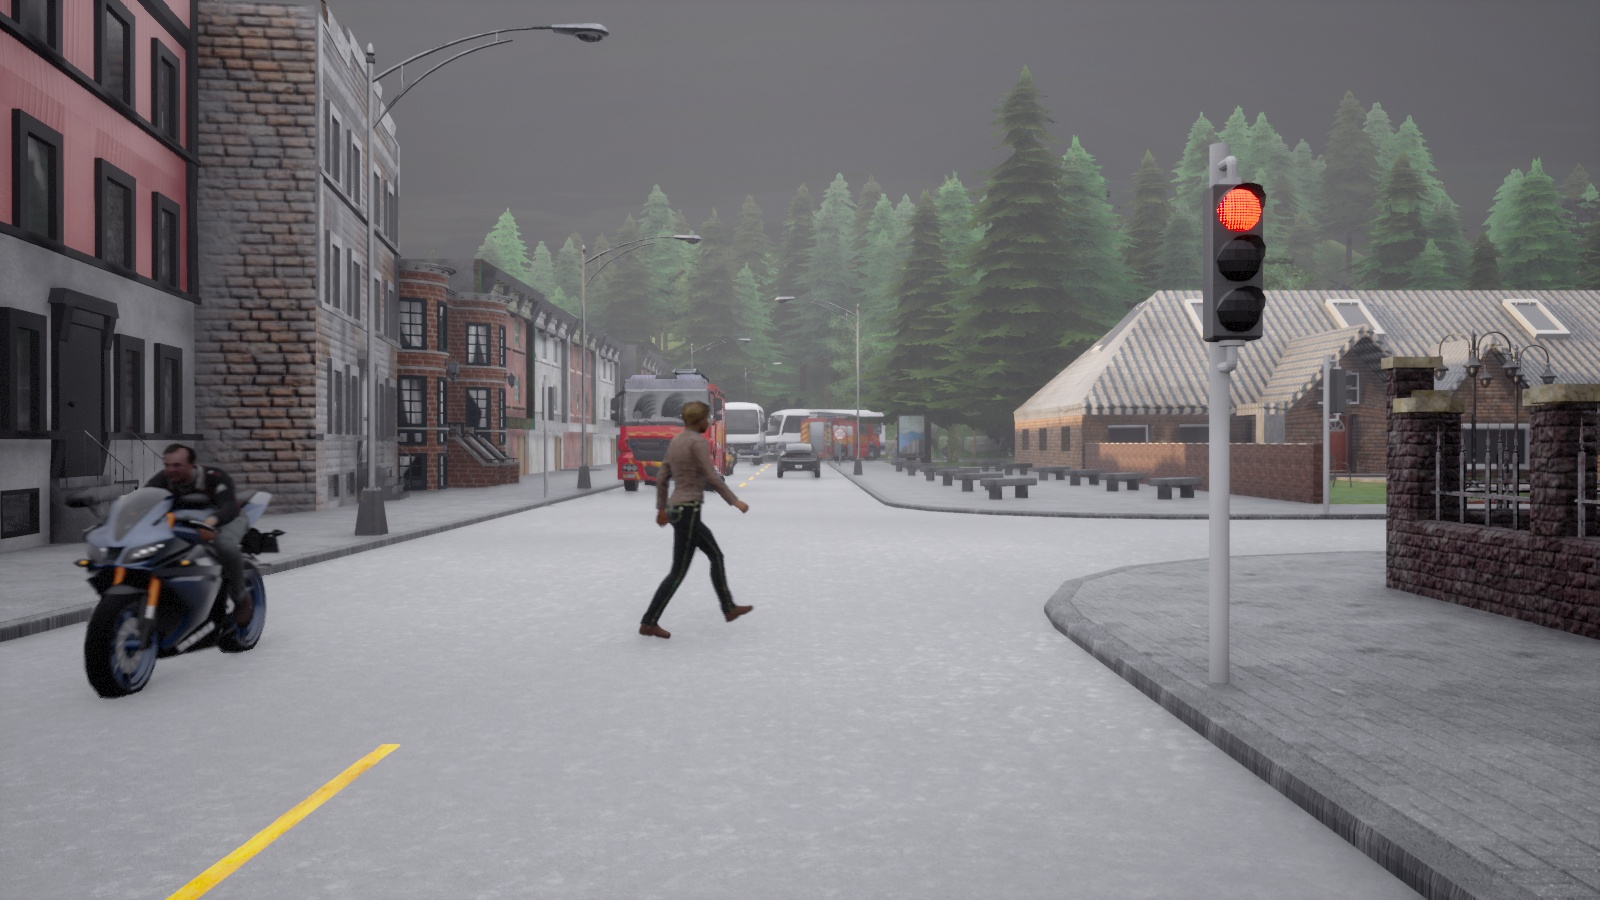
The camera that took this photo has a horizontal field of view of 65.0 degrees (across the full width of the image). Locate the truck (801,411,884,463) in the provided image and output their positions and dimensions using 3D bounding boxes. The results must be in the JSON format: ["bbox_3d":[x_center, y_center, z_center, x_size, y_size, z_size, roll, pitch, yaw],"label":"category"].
[{"bbox_3d":[3.417,-0.963,98.365,2.891,3.827,8.468,-1,-1,29],"label":"truck"}]

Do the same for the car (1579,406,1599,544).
[{"bbox_3d":[14.694,0.375,18.153,5.566,2.045,2.150,0,0,-1],"label":"car"}]

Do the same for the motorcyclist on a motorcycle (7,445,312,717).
[{"bbox_3d":[-4.032,0.732,8.162,0.866,1.530,2.191,0,0,0],"label":"motorcyclist on a motorcycle"}]

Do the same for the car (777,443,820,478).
[{"bbox_3d":[-0.052,0.438,55.569,1.837,1.490,4.892,0,0,0],"label":"car"}]

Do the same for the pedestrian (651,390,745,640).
[{"bbox_3d":[-0.777,0.481,9.576,0.634,1.846,0.331,0,0,-28],"label":"pedestrian"}]

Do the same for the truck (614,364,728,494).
[{"bbox_3d":[-4.048,-0.654,41.252,2.891,3.827,8.468,0,0,0],"label":"truck"}]

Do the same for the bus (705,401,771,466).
[{"bbox_3d":[-4.170,-1.124,86.944,3.944,4.253,10.273,0,0,1],"label":"bus"}]

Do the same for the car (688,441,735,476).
[{"bbox_3d":[-4.051,0.354,58.196,1.801,1.575,5.366,0,0,0],"label":"car"}]
